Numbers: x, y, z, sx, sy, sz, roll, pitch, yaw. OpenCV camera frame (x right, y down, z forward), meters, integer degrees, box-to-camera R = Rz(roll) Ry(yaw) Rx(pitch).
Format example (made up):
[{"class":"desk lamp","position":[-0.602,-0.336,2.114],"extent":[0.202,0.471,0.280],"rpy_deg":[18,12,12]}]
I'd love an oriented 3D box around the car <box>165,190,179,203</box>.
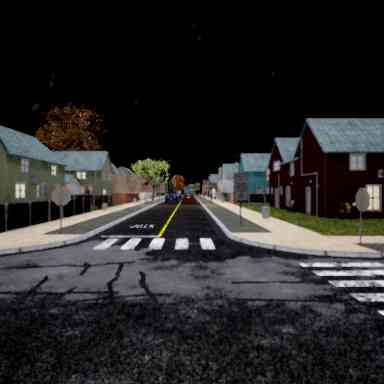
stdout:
[{"class":"car","position":[-3.325,0.723,55.753],"extent":[2.150,2.045,5.566],"rpy_deg":[0,0,-1]}]

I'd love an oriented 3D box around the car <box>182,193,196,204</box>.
[{"class":"car","position":[-0.533,0.875,51.612],"extent":[2.097,1.767,4.553],"rpy_deg":[0,0,-1]}]

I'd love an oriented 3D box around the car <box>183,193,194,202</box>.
[{"class":"car","position":[-0.635,0.992,61.646],"extent":[1.812,1.442,4.674],"rpy_deg":[0,0,-1]}]
